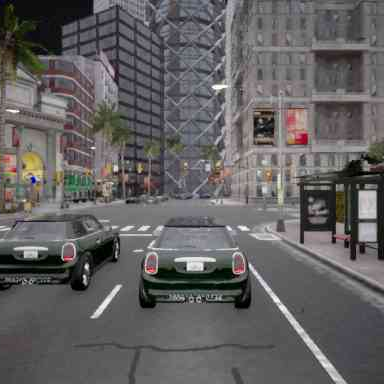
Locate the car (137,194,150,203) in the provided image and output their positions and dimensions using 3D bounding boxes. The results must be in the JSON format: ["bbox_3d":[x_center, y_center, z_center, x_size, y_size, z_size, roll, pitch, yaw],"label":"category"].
[{"bbox_3d":[-10.442,1.355,72.205,2.097,1.767,4.553,0,0,0],"label":"car"}]

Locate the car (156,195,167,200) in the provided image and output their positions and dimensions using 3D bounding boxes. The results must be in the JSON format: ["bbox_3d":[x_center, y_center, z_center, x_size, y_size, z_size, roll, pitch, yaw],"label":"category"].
[{"bbox_3d":[-8.666,1.552,94.978,1.994,1.385,4.181,0,0,13],"label":"car"}]

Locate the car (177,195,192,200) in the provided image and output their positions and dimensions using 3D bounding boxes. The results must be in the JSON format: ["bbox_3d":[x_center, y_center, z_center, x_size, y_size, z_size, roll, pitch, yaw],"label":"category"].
[{"bbox_3d":[-1.558,1.540,94.367,2.033,1.411,5.357,0,0,19],"label":"car"}]

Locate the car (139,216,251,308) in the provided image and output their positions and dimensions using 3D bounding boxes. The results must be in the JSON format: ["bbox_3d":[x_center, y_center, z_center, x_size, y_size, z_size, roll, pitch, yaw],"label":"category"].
[{"bbox_3d":[0.070,1.352,8.063,2.097,1.767,4.553,0,0,0],"label":"car"}]

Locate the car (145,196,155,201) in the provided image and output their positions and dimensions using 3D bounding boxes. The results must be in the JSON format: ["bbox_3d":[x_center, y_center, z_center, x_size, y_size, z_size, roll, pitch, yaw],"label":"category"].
[{"bbox_3d":[-10.427,1.595,82.171,1.895,1.301,4.718,0,0,0],"label":"car"}]

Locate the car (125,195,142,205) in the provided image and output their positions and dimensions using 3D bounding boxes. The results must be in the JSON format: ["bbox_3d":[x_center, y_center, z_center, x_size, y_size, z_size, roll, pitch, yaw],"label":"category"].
[{"bbox_3d":[-10.526,1.601,58.744,1.895,1.301,4.718,0,0,0],"label":"car"}]

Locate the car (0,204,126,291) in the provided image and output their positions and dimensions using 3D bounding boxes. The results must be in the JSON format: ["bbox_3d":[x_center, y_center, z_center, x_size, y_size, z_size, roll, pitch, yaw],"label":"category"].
[{"bbox_3d":[-3.422,1.352,9.208,2.097,1.767,4.553,0,0,0],"label":"car"}]

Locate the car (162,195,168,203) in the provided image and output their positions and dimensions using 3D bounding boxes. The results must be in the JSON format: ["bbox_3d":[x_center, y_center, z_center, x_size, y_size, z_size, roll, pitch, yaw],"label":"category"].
[{"bbox_3d":[-6.942,1.524,72.250,1.812,1.442,4.674,0,0,0],"label":"car"}]

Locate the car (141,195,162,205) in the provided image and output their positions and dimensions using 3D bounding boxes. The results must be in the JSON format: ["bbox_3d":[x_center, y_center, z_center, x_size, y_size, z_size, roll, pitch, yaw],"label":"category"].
[{"bbox_3d":[-7.028,1.492,58.548,2.128,1.511,4.902,0,0,0],"label":"car"}]
